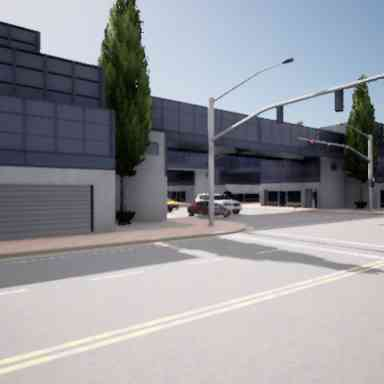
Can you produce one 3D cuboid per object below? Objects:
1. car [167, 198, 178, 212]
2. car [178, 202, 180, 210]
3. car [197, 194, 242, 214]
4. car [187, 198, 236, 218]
[{"bbox_3d":[-3.847,1.527,36.365,1.994,1.385,4.181,0,0,-39],"label":"car"},{"bbox_3d":[-3.409,1.434,41.652,1.882,1.535,5.008,0,0,-37],"label":"car"},{"bbox_3d":[2.569,1.176,33.640,2.150,2.045,5.566,0,0,-37],"label":"car"},{"bbox_3d":[1.390,1.488,29.378,1.812,1.442,4.674,0,0,-37],"label":"car"}]
